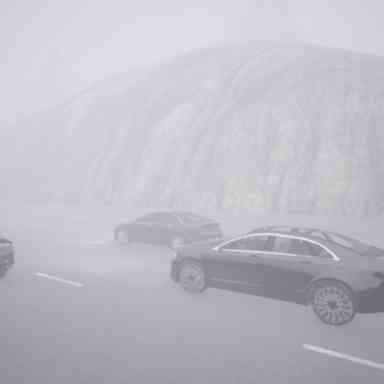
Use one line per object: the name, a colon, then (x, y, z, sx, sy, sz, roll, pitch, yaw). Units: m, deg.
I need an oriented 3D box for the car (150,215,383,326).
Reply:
car: (1.720, 1.481, 7.063, 4.902, 1.511, 2.128, 0, 0, 36)

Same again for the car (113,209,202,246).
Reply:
car: (-1.088, 1.468, 13.368, 4.892, 1.490, 1.837, 0, 0, 36)

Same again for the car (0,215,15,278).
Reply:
car: (-6.528, 1.447, 8.651, 4.902, 1.511, 2.128, 0, 0, 36)

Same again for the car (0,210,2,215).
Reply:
car: (-15.648, 1.486, 23.756, 4.718, 1.301, 1.895, 0, 0, 36)
